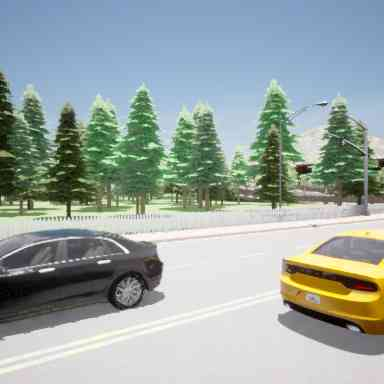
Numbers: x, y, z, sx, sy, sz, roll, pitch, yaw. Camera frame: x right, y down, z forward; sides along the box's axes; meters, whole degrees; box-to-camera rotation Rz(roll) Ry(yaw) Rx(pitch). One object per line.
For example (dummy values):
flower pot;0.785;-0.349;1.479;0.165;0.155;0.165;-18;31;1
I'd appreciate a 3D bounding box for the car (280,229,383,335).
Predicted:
car;3.878;1.478;6.519;5.008;1.535;1.882;0;0;-35

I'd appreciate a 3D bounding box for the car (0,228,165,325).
car;-2.860;1.504;6.249;4.892;1.490;1.837;0;0;-35
